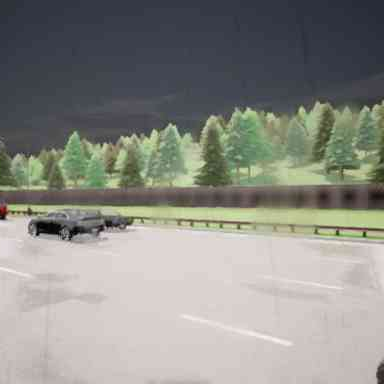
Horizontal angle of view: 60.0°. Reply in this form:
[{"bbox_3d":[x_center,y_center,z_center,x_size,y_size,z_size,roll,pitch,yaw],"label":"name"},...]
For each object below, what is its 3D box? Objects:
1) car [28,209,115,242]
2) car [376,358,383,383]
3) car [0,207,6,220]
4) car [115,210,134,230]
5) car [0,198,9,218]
[{"bbox_3d":[-6.618,1.628,17.331,4.902,1.511,2.128,0,0,36],"label":"car"},{"bbox_3d":[3.453,1.508,1.485,4.674,1.442,1.812,-1,0,36],"label":"car"},{"bbox_3d":[-11.640,1.646,16.635,5.008,1.535,1.882,0,0,36],"label":"car"},{"bbox_3d":[-5.992,1.752,21.197,4.718,1.301,1.895,-1,0,36],"label":"car"},{"bbox_3d":[-19.065,1.517,30.591,5.566,2.045,2.150,0,0,36],"label":"car"}]
